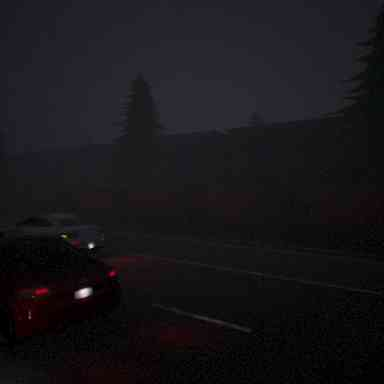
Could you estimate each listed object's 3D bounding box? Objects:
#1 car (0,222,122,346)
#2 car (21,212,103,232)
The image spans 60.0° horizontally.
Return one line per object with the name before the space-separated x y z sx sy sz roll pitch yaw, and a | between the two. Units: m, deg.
car | -3.312 1.526 6.343 4.181 1.385 1.994 0 0 36
car | -5.087 1.460 11.900 4.674 1.442 1.812 0 0 35
